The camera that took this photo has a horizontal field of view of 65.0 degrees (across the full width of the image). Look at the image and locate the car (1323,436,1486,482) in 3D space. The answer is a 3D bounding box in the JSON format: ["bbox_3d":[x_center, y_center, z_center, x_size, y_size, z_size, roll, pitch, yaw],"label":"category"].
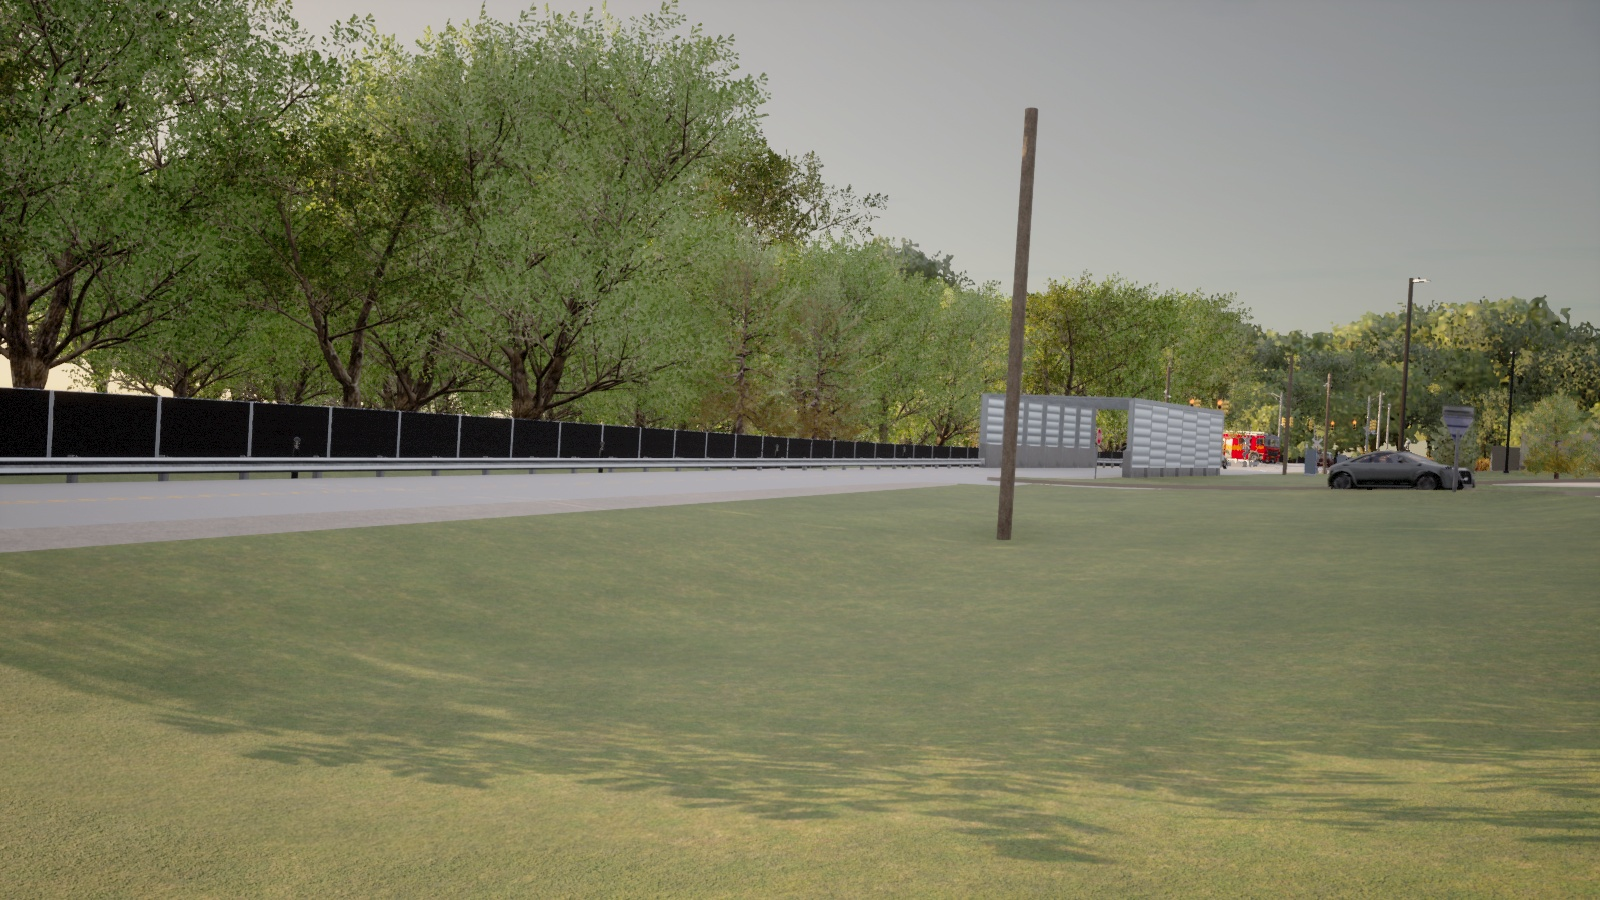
[{"bbox_3d":[19.086,0.304,39.766,1.994,1.385,4.181,0,-1,-41],"label":"car"}]
